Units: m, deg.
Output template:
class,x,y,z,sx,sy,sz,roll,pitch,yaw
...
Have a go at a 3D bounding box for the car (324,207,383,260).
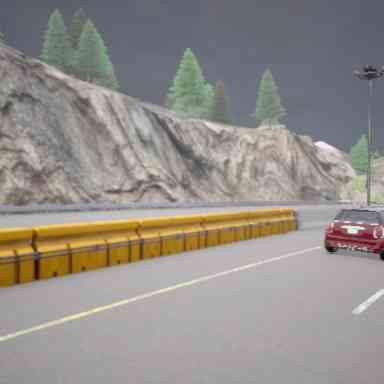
class,x,y,z,sx,sy,sz,roll,pitch,yaw
car,6.890,1.349,12.572,4.553,1.767,2.097,1,0,-44
